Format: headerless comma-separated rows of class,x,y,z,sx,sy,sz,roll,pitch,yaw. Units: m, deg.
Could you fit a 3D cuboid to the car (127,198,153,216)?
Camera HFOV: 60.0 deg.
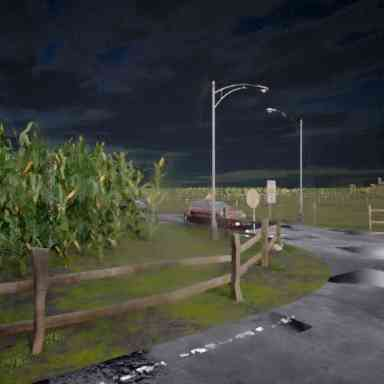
car,-5.332,1.386,30.935,1.882,1.535,5.008,0,1,-35

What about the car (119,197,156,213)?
car,-6.175,1.368,37.179,2.128,1.511,4.902,0,0,-36

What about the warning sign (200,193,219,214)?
warning sign,1.583,1.014,30.371,1.300,1.860,1.060,-1,0,-36

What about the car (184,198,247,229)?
car,1.409,1.299,21.511,2.097,1.767,4.553,0,0,-36
